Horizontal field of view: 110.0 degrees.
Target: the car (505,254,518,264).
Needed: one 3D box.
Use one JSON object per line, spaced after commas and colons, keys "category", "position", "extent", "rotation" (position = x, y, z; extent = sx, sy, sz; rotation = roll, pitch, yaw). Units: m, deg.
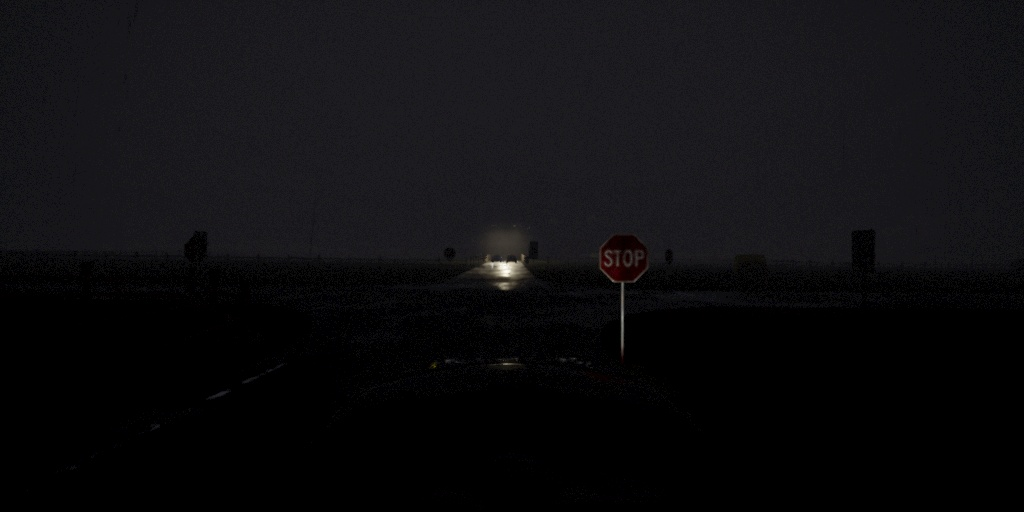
{"category": "car", "position": [-0.076, 0.562, 62.061], "extent": [1.837, 1.490, 4.892], "rotation": [0, 1, 0]}
